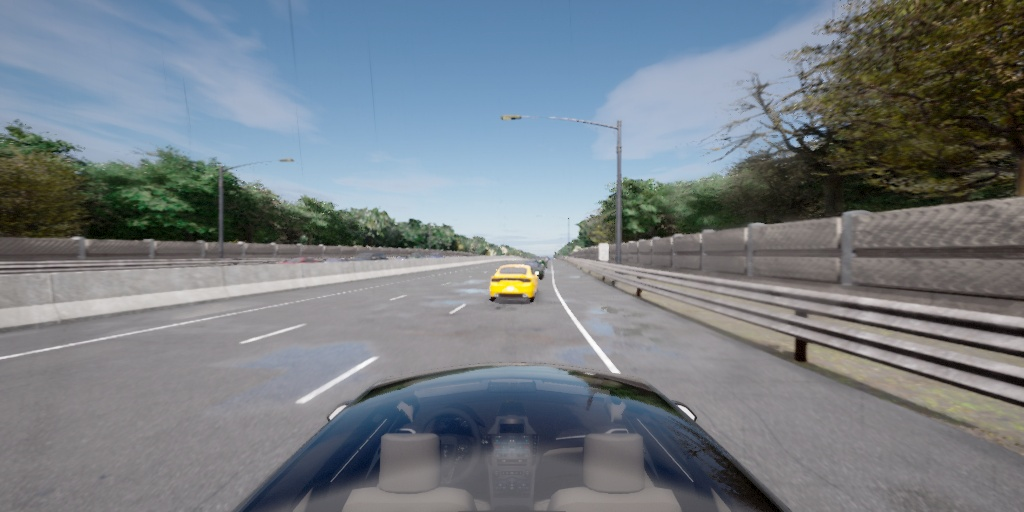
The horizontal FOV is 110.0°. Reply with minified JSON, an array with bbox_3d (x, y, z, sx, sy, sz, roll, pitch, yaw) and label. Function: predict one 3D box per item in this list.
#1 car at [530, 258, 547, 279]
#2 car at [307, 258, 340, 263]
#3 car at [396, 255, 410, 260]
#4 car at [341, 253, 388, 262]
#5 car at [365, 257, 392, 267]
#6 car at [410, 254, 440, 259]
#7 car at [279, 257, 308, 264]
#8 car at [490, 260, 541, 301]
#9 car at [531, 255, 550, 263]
[{"bbox_3d":[1.669,1.126,30.170,1.994,1.385,4.181,0,0,6],"label":"car"},{"bbox_3d":[-18.686,0.968,38.000,2.033,1.411,5.357,0,0,6],"label":"car"},{"bbox_3d":[-16.792,0.851,54.986,2.033,1.411,5.357,0,0,7],"label":"car"},{"bbox_3d":[-15.187,0.655,37.790,2.150,2.045,5.566,0,1,6],"label":"car"},{"bbox_3d":[-20.340,0.892,54.735,1.895,1.301,4.718,0,0,7],"label":"car"},{"bbox_3d":[-13.297,0.810,54.839,2.128,1.511,4.902,0,1,7],"label":"car"},{"bbox_3d":[-22.240,0.886,37.682,1.882,1.535,5.008,0,0,6],"label":"car"},{"bbox_3d":[0.199,1.136,16.603,1.882,1.535,5.008,0,0,6],"label":"car"},{"bbox_3d":[3.998,0.765,51.641,2.097,1.767,4.553,0,0,6],"label":"car"}]
